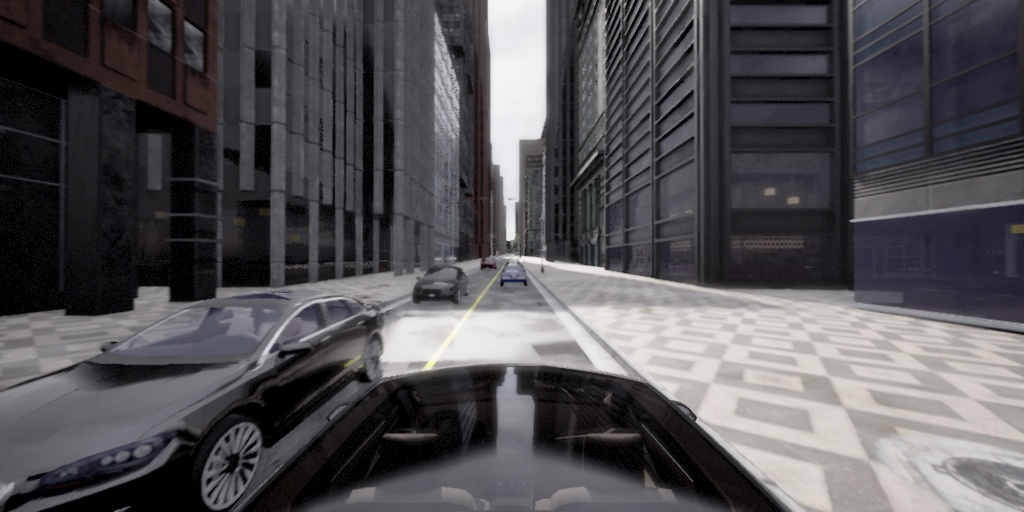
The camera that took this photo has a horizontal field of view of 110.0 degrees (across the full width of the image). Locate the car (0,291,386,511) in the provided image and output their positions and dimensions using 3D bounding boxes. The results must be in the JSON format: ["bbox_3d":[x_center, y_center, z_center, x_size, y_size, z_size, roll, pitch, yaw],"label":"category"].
[{"bbox_3d":[-3.092,1.239,4.317,2.128,1.511,4.902,0,0,0],"label":"car"}]

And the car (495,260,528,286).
[{"bbox_3d":[0.118,1.241,24.714,2.033,1.411,5.357,0,0,0],"label":"car"}]

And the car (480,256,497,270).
[{"bbox_3d":[-3.057,0.940,47.478,2.097,1.767,4.553,0,0,0],"label":"car"}]

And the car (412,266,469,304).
[{"bbox_3d":[-3.040,1.225,16.098,1.837,1.490,4.892,0,1,0],"label":"car"}]
